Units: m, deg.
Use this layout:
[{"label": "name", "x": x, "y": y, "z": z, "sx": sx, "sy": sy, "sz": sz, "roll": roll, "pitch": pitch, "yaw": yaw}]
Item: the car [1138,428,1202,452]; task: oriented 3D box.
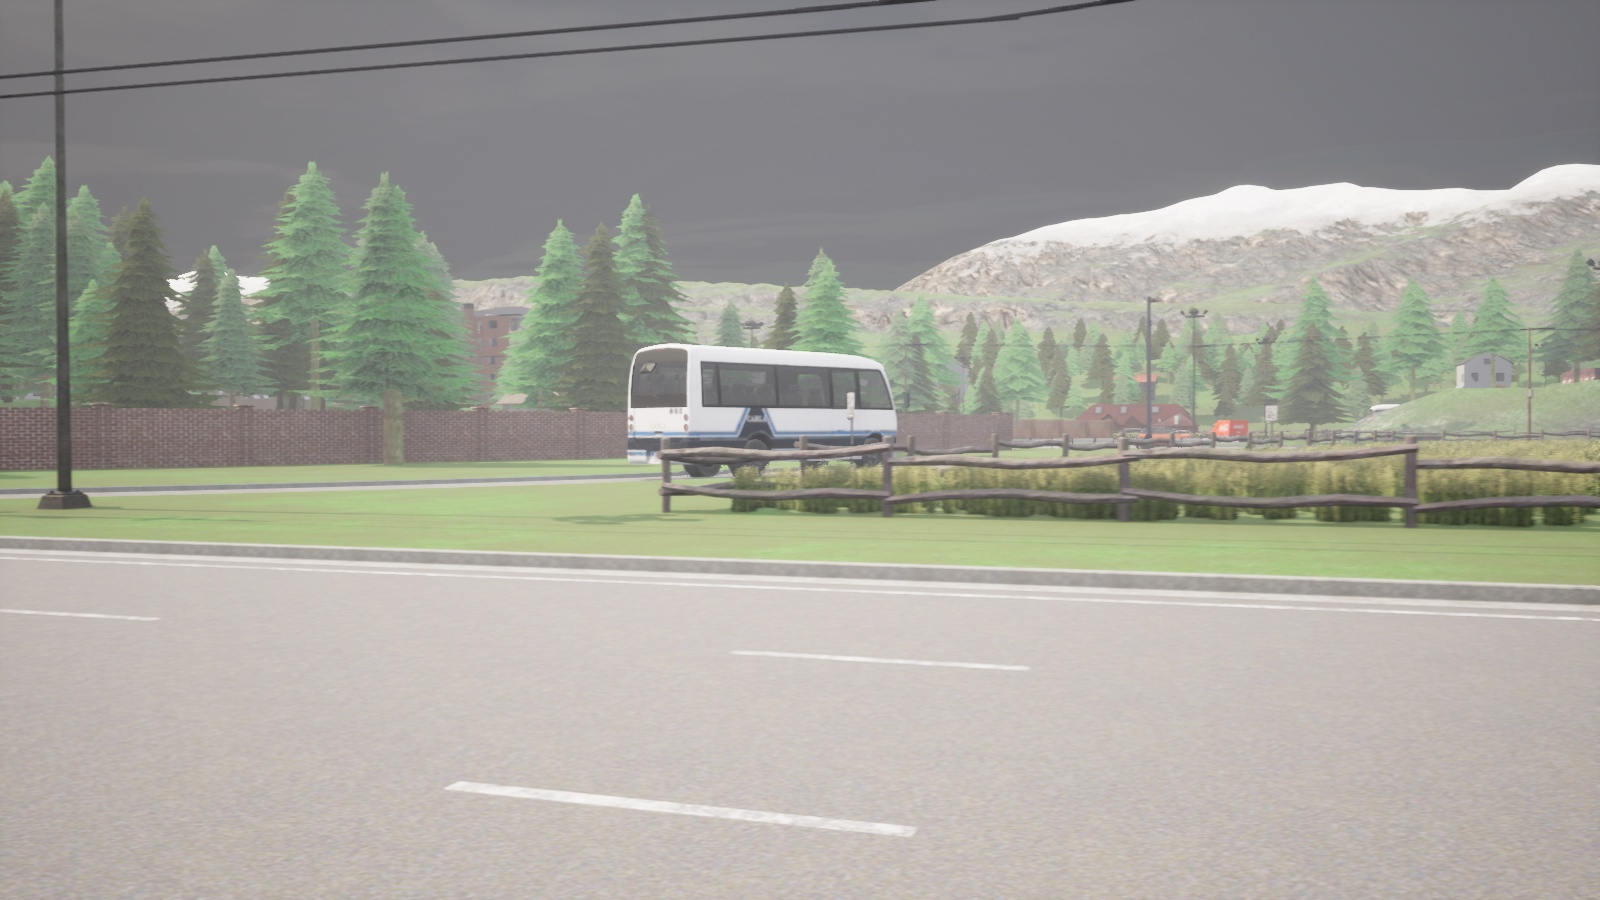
[{"label": "car", "x": 28.087, "y": -0.737, "z": 95.344, "sx": 4.553, "sy": 1.767, "sz": 2.097, "roll": 1, "pitch": 1, "yaw": 18}]

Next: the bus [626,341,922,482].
[{"label": "bus", "x": -0.622, "y": -1.238, "z": 42.836, "sx": 3.944, "sy": 4.253, "sz": 10.273, "roll": 1, "pitch": 1, "yaw": 44}]
